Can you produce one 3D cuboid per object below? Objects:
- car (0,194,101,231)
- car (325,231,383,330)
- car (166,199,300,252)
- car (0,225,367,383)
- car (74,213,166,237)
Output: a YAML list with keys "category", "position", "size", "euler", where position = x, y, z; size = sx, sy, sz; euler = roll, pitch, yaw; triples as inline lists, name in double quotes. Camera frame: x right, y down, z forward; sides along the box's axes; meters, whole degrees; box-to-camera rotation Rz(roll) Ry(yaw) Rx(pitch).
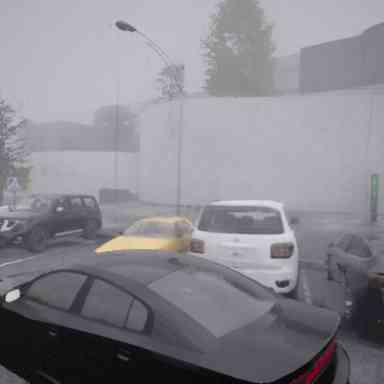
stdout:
- category: "car"
  position: [-5.853, 1.111, 13.624]
  size: [2.435, 2.045, 5.566]
  euler: [1, 0, 15]
- category: "car"
  position: [3.928, 1.512, 6.712]
  size: [2.163, 1.488, 4.792]
  euler: [0, 0, 15]
- category: "car"
  position: [1.489, 1.209, 8.454]
  size: [2.435, 2.045, 5.566]
  euler: [1, 0, 15]
- category: "car"
  position: [-0.872, 1.455, 3.998]
  size: [5.008, 1.535, 1.882]
  euler: [1, 0, 35]
- category: "car"
  position: [-1.013, 1.427, 9.991]
  size: [1.946, 1.575, 5.366]
  euler: [1, 0, 15]
